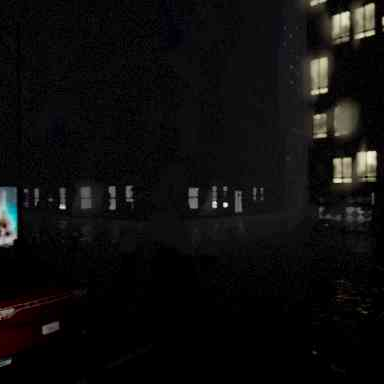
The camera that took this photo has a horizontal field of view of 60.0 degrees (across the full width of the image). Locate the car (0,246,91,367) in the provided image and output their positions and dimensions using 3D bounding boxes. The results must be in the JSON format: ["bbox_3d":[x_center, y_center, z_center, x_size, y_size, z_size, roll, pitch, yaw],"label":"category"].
[{"bbox_3d":[-3.563,1.553,5.424,4.507,1.381,1.887,0,-1,35],"label":"car"}]
